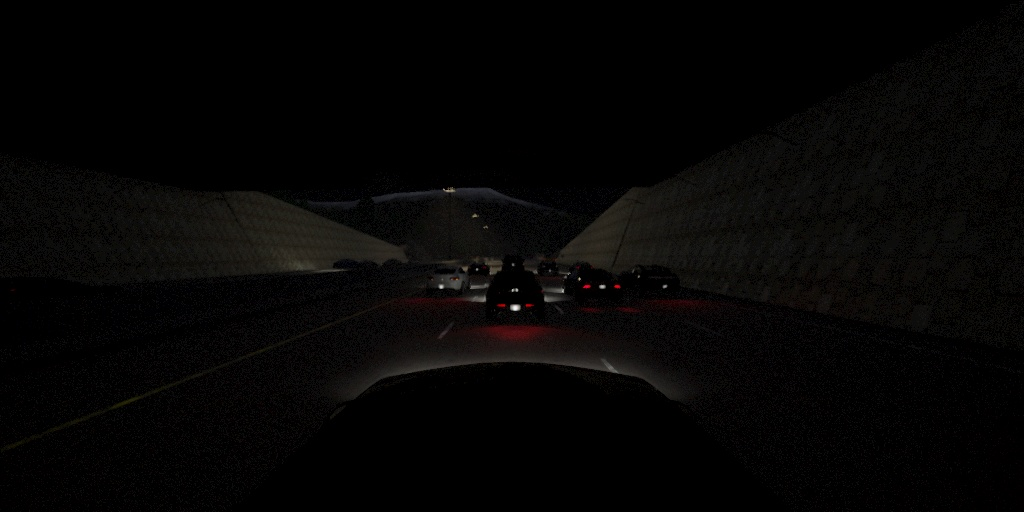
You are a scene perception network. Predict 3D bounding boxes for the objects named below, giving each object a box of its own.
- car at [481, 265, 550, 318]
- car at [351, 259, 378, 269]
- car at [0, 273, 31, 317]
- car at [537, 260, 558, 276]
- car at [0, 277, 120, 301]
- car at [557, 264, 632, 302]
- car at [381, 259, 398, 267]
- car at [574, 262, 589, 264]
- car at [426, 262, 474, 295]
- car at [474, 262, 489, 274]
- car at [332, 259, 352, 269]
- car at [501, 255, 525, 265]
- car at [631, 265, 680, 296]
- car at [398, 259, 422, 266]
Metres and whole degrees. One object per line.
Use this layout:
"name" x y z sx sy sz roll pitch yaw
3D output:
"car" 0.099 1.235 12.816 1.837 1.490 4.892 0 0 0
"car" -21.021 1.224 52.029 1.994 1.385 4.181 0 0 0
"car" -17.600 1.300 10.294 1.994 1.385 4.181 0 0 0
"car" 3.618 1.178 36.439 2.128 1.511 4.902 0 0 0
"car" -14.101 1.284 9.769 2.033 1.411 5.357 0 0 0
"car" 3.600 1.270 16.788 2.033 1.411 5.357 0 0 0
"car" -17.520 1.163 52.601 1.837 1.490 4.892 0 0 1
"car" 7.118 1.250 36.696 1.994 1.385 4.181 0 0 0
"car" -3.400 1.243 19.561 1.812 1.442 4.674 0 0 0
"car" -3.382 1.250 36.822 1.994 1.385 4.181 0 0 0
"car" -24.524 1.136 52.828 1.882 1.535 5.008 0 0 1
"car" 0.118 0.909 35.868 2.150 2.045 5.566 0 0 0
"car" 7.101 1.209 19.072 2.128 1.511 4.902 0 0 0
"car" -14.038 1.263 50.453 1.895 1.301 4.718 0 0 0
